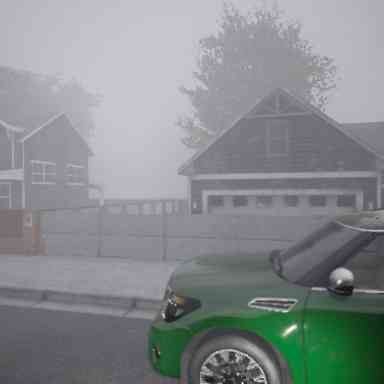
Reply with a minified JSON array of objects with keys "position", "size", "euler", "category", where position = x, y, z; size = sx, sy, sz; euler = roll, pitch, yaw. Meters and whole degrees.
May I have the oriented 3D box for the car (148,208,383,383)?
[{"position":[2.336,1.209,3.704],"size":[5.566,2.045,2.150],"euler":[0,1,14],"category":"car"}]
